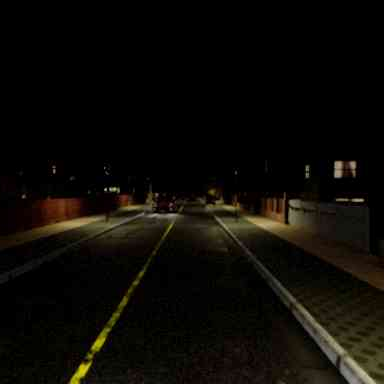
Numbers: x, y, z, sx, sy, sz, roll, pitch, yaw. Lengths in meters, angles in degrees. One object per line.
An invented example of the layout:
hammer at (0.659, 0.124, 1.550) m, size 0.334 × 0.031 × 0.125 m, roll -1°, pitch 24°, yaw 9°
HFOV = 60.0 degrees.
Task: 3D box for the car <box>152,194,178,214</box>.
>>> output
car at (-2.838, 1.259, 34.423) m, size 2.097 × 1.767 × 4.553 m, roll 0°, pitch 0°, yaw 0°

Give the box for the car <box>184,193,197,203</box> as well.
car at (0.012, 1.370, 64.970) m, size 2.033 × 1.411 × 5.357 m, roll 0°, pitch 0°, yaw 0°

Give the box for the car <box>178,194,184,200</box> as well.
car at (-2.736, 1.130, 76.121) m, size 1.837 × 1.490 × 4.892 m, roll 0°, pitch 0°, yaw 0°

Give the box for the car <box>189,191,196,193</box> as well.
car at (0.016, 0.843, 81.077) m, size 2.150 × 2.045 × 5.566 m, roll 0°, pitch 0°, yaw 0°
